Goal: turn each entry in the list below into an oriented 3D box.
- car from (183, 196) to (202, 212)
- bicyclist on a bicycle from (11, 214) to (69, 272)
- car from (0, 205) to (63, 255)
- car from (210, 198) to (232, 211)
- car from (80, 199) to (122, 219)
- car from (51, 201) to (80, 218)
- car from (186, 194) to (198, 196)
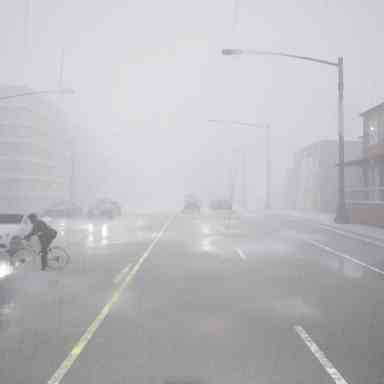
[{"bbox_3d":[0.016,1.440,37.095,1.812,1.442,4.674,0,-1,1],"label":"car"},{"bbox_3d":[-4.304,1.437,9.373,1.656,1.620,0.582,-2,0,0],"label":"bicyclist on a bicycle"},{"bbox_3d":[-7.102,1.472,13.289,1.812,1.442,4.674,0,0,0],"label":"car"},{"bbox_3d":[3.530,1.502,38.518,1.994,1.385,4.181,0,-1,0],"label":"car"},{"bbox_3d":[-7.011,1.326,26.934,2.128,1.511,4.902,0,0,0],"label":"car"},{"bbox_3d":[-10.508,1.397,27.383,1.994,1.385,4.181,0,0,0],"label":"car"},{"bbox_3d":[0.011,1.380,47.299,2.150,2.045,5.566,0,-2,1],"label":"car"}]
